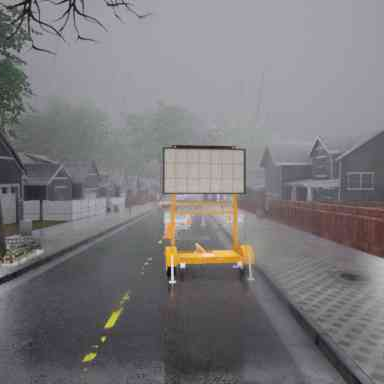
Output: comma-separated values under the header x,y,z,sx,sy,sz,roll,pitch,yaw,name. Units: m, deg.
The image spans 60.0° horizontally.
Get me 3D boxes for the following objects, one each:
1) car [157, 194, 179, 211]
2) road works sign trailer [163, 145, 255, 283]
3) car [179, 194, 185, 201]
x,y,z,sx,sy,sz,roll,pitch,yaw,name
-2.963,1.370,39.912,2.097,1.767,4.553,0,0,0,car
0.334,0.459,9.711,2.380,3.560,2.880,0,0,-8,road works sign trailer
-3.005,1.362,89.274,2.150,2.045,5.566,0,0,0,car
